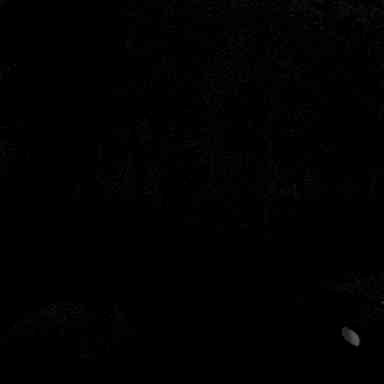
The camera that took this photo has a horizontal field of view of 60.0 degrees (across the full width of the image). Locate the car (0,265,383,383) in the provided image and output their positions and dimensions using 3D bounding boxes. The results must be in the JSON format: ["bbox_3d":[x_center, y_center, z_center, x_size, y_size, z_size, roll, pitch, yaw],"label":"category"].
[{"bbox_3d":[0.201,1.469,3.062,5.008,1.535,1.882,0,0,-33],"label":"car"}]
